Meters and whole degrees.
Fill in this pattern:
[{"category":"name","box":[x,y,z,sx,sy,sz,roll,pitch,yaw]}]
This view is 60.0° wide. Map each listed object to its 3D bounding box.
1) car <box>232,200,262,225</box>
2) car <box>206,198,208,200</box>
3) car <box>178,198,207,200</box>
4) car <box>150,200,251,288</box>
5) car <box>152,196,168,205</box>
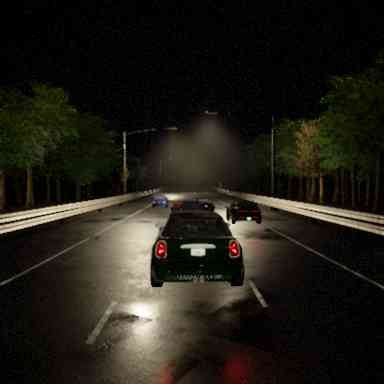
[{"category":"car","box":[3.387,1.301,22.317,1.837,1.490,4.892,0,1,-1]},{"category":"car","box":[0.804,1.267,33.330,1.994,1.385,4.181,1,1,-15]},{"category":"car","box":[-0.108,1.328,21.608,1.812,1.442,4.674,0,0,-1]},{"category":"car","box":[0.043,1.268,9.196,2.097,1.767,4.553,0,1,-2]},{"category":"car","box":[-3.793,1.173,40.639,2.033,1.411,5.357,0,1,0]}]
